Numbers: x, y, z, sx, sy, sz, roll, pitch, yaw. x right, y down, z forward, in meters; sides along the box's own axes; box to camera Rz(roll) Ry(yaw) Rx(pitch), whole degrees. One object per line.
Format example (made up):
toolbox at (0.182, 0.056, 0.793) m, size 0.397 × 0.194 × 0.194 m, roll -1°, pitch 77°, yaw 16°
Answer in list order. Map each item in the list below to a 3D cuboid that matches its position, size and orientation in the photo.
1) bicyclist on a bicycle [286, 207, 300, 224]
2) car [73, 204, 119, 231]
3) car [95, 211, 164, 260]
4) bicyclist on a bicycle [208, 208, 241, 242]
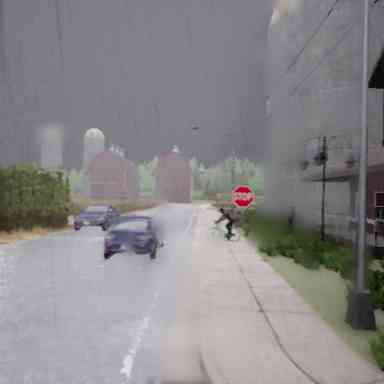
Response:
bicyclist on a bicycle at (5.717, 1.704, 18.921) m, size 0.582 × 1.620 × 1.656 m, roll 1°, pitch -1°, yaw 44°
car at (-5.626, 1.453, 20.367) m, size 1.812 × 1.442 × 4.674 m, roll 2°, pitch -1°, yaw 2°
car at (-2.142, 1.655, 13.016) m, size 1.812 × 1.442 × 4.674 m, roll 2°, pitch -1°, yaw 0°
bicyclist on a bicycle at (1.533, 1.564, 15.720) m, size 1.656 × 1.620 × 0.582 m, roll 1°, pitch -1°, yaw -13°
